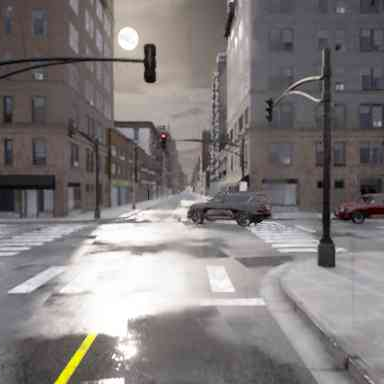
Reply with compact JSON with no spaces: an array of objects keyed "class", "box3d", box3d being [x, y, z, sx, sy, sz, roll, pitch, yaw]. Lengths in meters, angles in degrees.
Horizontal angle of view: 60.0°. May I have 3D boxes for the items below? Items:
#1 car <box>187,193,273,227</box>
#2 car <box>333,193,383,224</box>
[{"class":"car","box3d":[2.364,1.078,21.426,5.566,2.045,2.150,-1,1,34]},{"class":"car","box3d":[11.907,1.018,21.529,5.009,1.841,2.192,-1,1,-1]}]
